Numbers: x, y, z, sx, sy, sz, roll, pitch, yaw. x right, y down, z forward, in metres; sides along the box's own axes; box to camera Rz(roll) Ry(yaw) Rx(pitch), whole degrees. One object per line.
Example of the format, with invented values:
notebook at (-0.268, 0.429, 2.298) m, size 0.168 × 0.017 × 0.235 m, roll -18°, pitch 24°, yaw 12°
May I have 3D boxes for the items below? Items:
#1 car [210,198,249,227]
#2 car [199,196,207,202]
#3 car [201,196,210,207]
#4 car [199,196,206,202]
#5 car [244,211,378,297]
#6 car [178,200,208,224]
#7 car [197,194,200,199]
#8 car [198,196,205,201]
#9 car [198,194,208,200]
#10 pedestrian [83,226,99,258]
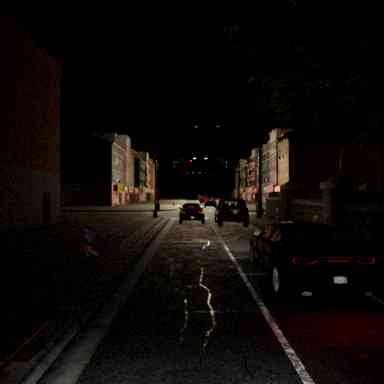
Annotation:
car at (2.653, 1.337, 22.810) m, size 2.192 × 1.841 × 5.009 m, roll 1°, pitch 0°, yaw 0°
car at (2.657, 1.787, 81.863) m, size 1.802 × 1.307 × 4.206 m, roll 0°, pitch 0°, yaw 0°
car at (2.653, 1.628, 49.240) m, size 1.887 × 1.381 × 4.507 m, roll 1°, pitch 0°, yaw 0°
car at (2.658, 1.812, 87.301) m, size 1.802 × 1.307 × 4.206 m, roll 0°, pitch 0°, yaw 0°
car at (2.752, 1.483, 8.644) m, size 1.882 × 1.535 × 5.008 m, roll 0°, pitch 0°, yaw 0°
car at (-0.048, 1.551, 24.961) m, size 1.812 × 1.442 × 4.674 m, roll 0°, pitch 0°, yaw -2°
car at (2.658, 1.473, 70.990) m, size 2.192 × 1.841 × 5.009 m, roll 1°, pitch 0°, yaw 0°
car at (2.659, 1.807, 92.739) m, size 2.008 × 1.369 × 4.403 m, roll 0°, pitch 0°, yaw 0°
car at (2.655, 1.682, 65.552) m, size 1.887 × 1.381 × 4.507 m, roll 1°, pitch 0°, yaw 0°
pedestrian at (-3.260, 1.528, 10.586) m, size 0.500 × 1.100 × 0.500 m, roll 1°, pitch -1°, yaw -10°
